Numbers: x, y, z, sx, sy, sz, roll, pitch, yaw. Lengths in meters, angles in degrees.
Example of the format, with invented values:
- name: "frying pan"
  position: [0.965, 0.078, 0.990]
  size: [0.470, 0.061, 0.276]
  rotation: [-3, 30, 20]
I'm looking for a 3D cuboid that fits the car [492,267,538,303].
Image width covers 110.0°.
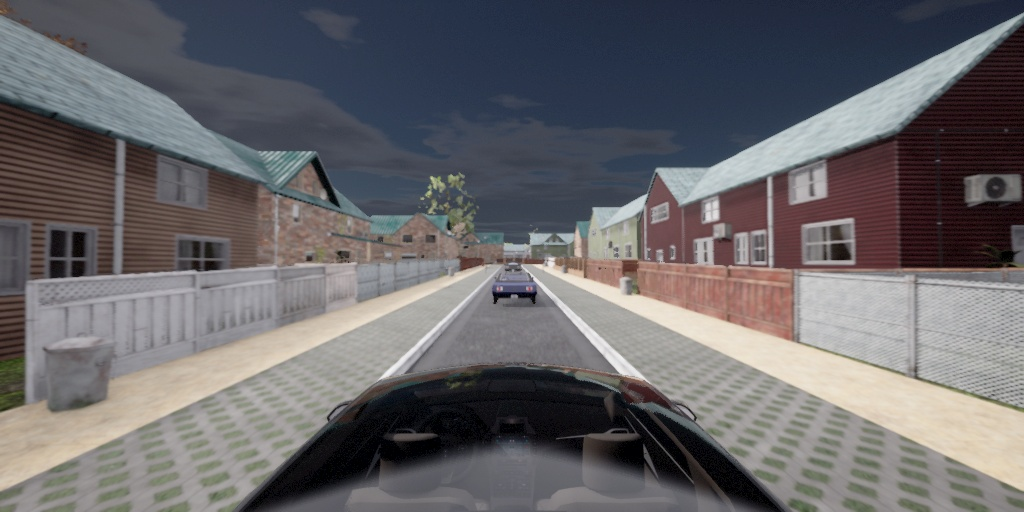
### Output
- name: "car"
  position: [0.105, 1.354, 16.650]
  size: [1.895, 1.301, 4.718]
  rotation: [0, 0, 0]

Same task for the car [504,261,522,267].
- name: "car"
  position: [0.112, 1.280, 39.447]
  size: [1.812, 1.442, 4.674]
  rotation: [0, 0, 0]
